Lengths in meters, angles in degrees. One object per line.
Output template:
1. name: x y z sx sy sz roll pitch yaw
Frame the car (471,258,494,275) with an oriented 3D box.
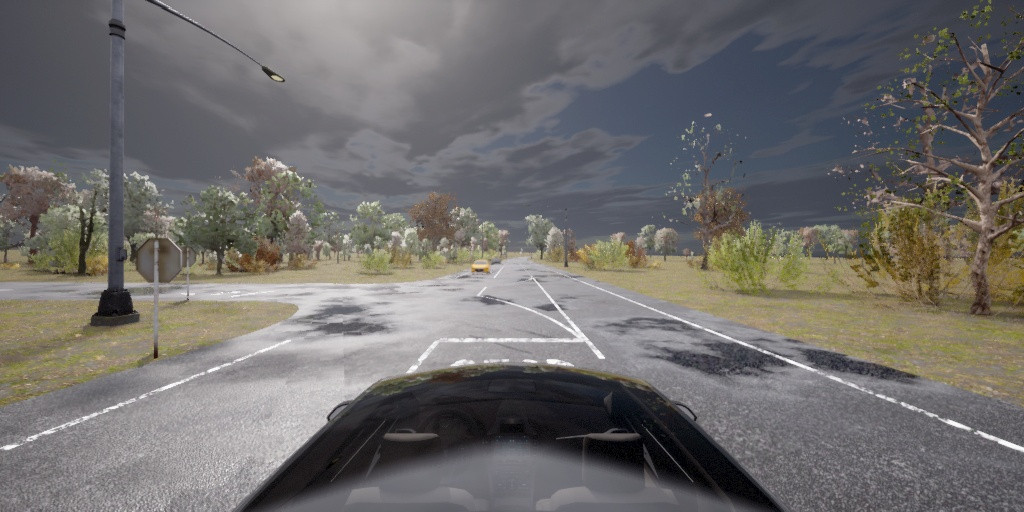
1. car: -3.353 1.200 39.342 1.882 1.535 5.008 0 0 0
